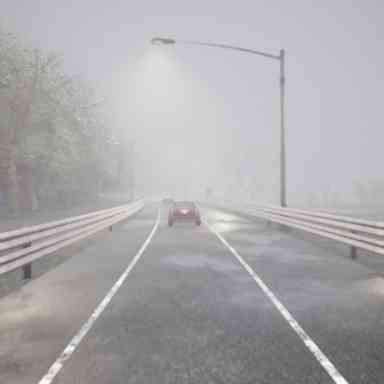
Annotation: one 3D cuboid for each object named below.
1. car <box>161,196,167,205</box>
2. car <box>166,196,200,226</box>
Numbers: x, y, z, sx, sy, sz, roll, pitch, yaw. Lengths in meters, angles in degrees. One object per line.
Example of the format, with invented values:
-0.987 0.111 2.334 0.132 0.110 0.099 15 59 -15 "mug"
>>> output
-4.261 1.455 57.002 1.882 1.535 5.008 0 0 -9 "car"
-0.637 1.359 23.906 2.097 1.767 4.553 0 0 -4 "car"
